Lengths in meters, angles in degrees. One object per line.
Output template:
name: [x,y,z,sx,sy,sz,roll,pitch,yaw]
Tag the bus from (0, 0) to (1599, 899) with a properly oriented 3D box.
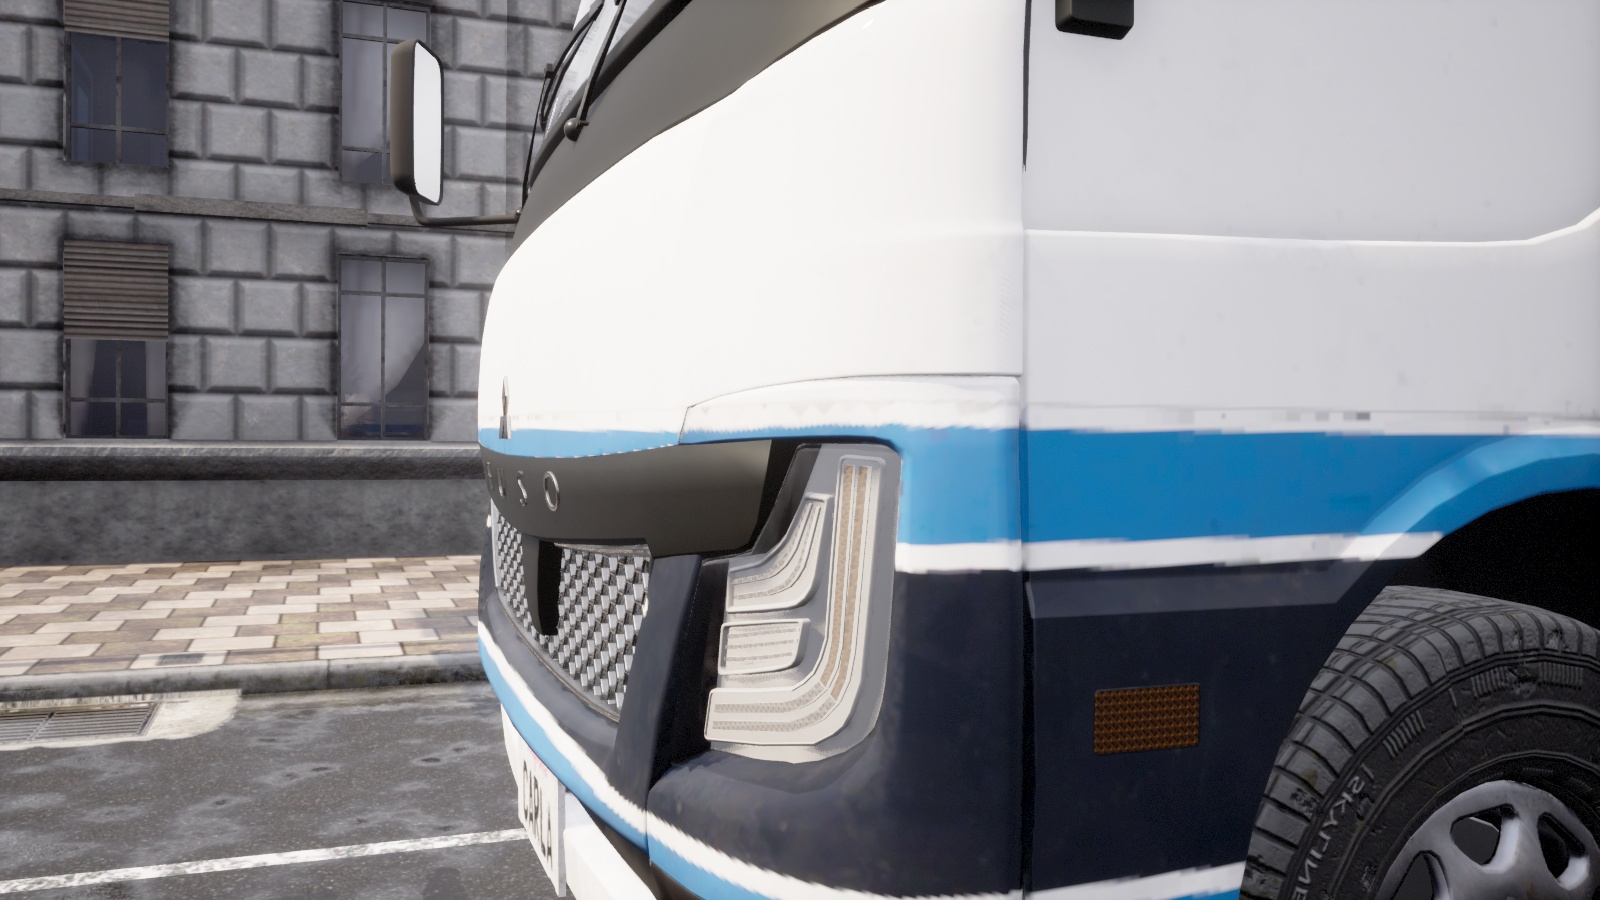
bus: [3.496,-0.691,4.578,10.273,4.253,3.944,-1,1,-21]
